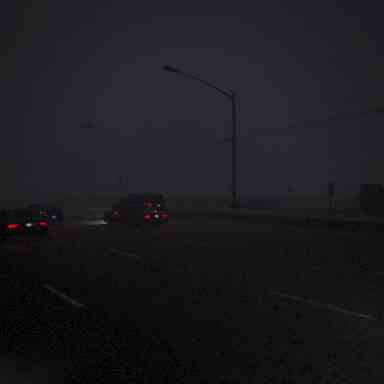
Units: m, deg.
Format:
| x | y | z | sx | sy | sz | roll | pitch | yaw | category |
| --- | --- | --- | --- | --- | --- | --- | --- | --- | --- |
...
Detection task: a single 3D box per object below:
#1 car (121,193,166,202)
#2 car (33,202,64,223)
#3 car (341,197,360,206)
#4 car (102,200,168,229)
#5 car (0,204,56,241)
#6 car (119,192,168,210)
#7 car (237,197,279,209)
| x | y | z | sx | sy | sz | roll | pitch | yaw | category |
| --- | --- | --- | --- | --- | --- | --- | --- | --- | --- |
| -4.343 | 1.134 | 27.219 | 2.150 | 2.045 | 5.566 | 0 | 0 | -42 | car |
| -10.765 | 1.478 | 23.878 | 1.812 | 1.442 | 4.674 | 0 | 0 | -42 | car |
| 23.296 | 1.327 | 46.507 | 4.718 | 1.301 | 1.895 | 0 | 0 | -17 | car |
| -3.766 | 1.481 | 21.382 | 2.033 | 1.411 | 5.357 | 0 | 0 | -42 | car |
| -8.946 | 1.520 | 16.676 | 2.033 | 1.411 | 5.357 | 0 | 0 | -42 | car |
| -5.852 | 1.091 | 40.479 | 5.566 | 2.045 | 2.150 | 0 | 0 | 5 | car |
| 8.308 | 1.353 | 42.010 | 5.357 | 1.411 | 2.033 | 0 | 0 | -15 | car |
